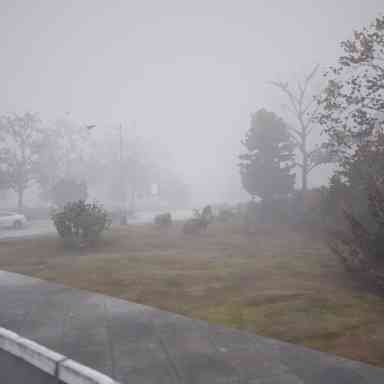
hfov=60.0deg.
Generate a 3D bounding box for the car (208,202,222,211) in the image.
[{"bbox_3d":[5.021,2.317,53.557,1.837,1.490,4.892,-3,-2,32],"label":"car"}]

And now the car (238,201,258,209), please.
[{"bbox_3d":[10.446,2.408,62.091,1.837,1.490,4.892,-3,-2,33],"label":"car"}]

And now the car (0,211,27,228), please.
[{"bbox_3d":[-16.039,2.333,27.234,1.812,1.442,4.674,-3,-2,34],"label":"car"}]

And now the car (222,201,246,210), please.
[{"bbox_3d":[7.121,2.194,50.317,2.033,1.411,5.357,-3,-2,32],"label":"car"}]

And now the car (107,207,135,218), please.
[{"bbox_3d":[-8.890,2.440,38.307,1.895,1.301,4.718,-3,-2,33],"label":"car"}]

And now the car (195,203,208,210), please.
[{"bbox_3d":[2.152,2.537,55.762,1.994,1.385,4.181,-3,-2,32],"label":"car"}]
